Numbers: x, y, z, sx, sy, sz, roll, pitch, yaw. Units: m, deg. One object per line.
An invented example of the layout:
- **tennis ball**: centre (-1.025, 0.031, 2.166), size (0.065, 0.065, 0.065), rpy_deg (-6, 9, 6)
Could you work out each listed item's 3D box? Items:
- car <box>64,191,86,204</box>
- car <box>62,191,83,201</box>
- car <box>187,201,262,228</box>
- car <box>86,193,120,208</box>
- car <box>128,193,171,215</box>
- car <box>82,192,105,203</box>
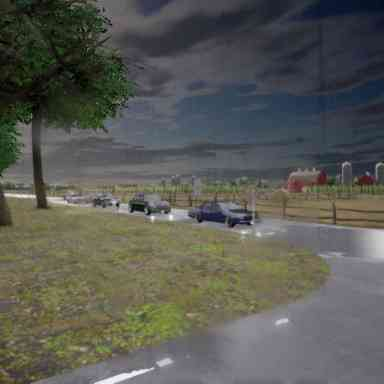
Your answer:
- **car**: centre (-15.412, 0.913, 44.730), size (1.895, 1.301, 4.718), rpy_deg (-1, 1, -35)
- **car**: centre (-20.173, 0.608, 56.090), size (2.128, 1.511, 4.902), rpy_deg (-1, 1, -36)
- **car**: centre (1.851, 1.298, 20.841), size (2.033, 1.411, 5.357), rpy_deg (-1, 2, -36)
- **car**: centre (-9.540, 0.939, 36.575), size (2.128, 1.511, 4.902), rpy_deg (-1, 1, -36)
- **car**: centre (-3.680, 0.949, 28.470), size (2.097, 1.767, 4.553), rpy_deg (-1, 2, -36)
- **car**: centre (-14.244, 0.806, 48.002), size (1.994, 1.385, 4.181), rpy_deg (-1, 1, -35)
